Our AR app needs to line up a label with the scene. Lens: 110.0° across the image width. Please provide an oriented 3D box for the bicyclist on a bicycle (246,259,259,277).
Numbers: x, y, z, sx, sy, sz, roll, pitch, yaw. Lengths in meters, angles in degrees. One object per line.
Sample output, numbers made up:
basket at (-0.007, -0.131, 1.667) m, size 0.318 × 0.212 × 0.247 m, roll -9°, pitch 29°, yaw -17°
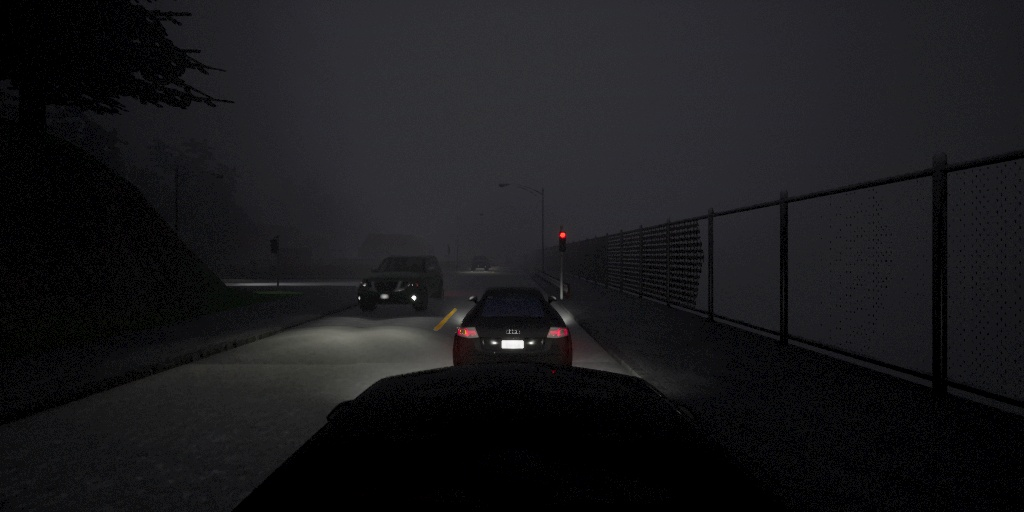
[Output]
bicyclist on a bicycle at (-24.050, 1.099, 33.279) m, size 0.582 × 1.620 × 1.656 m, roll 0°, pitch 0°, yaw 0°

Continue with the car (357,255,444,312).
car at (-4.203, 0.971, 14.527) m, size 2.150 × 2.045 × 5.566 m, roll 0°, pitch 0°, yaw 0°

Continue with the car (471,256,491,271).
car at (-4.494, 0.972, 50.597) m, size 2.150 × 2.045 × 5.566 m, roll 0°, pitch 0°, yaw 0°

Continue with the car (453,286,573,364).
car at (0.018, 1.314, 7.464) m, size 1.994 × 1.385 × 4.181 m, roll 0°, pitch 0°, yaw 0°

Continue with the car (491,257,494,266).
car at (-4.556, 1.276, 60.514) m, size 1.812 × 1.442 × 4.674 m, roll 0°, pitch 0°, yaw 0°
